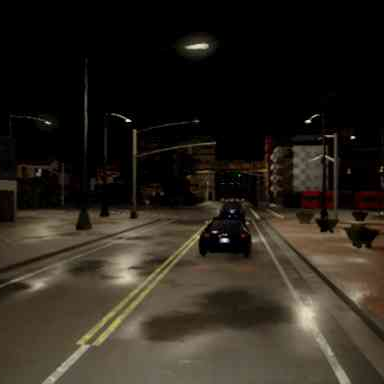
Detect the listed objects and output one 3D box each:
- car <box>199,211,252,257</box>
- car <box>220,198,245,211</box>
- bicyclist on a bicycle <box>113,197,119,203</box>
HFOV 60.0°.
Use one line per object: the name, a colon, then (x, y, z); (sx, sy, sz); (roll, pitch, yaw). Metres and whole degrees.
car: (1.431, 1.699, 13.730); (1.994, 1.385, 4.181); (0, 0, 8)
car: (3.463, 1.629, 28.390); (2.097, 1.767, 4.553); (0, -1, 8)
bicyclist on a bicycle: (-18.686, 1.972, 82.224); (1.656, 1.620, 0.582); (1, -1, -38)
